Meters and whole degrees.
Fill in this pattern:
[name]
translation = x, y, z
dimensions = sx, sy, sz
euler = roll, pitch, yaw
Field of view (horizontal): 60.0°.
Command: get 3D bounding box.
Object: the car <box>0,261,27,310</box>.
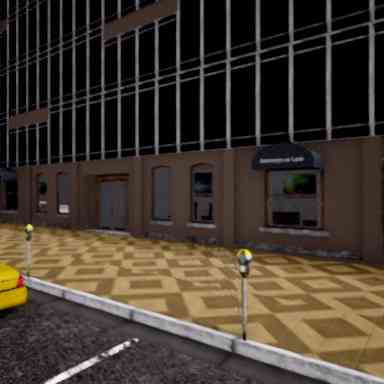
[car]
translation = -5.133, 1.490, 6.540
dimensions = 4.829, 1.417, 1.752
euler = 0, 0, 35
